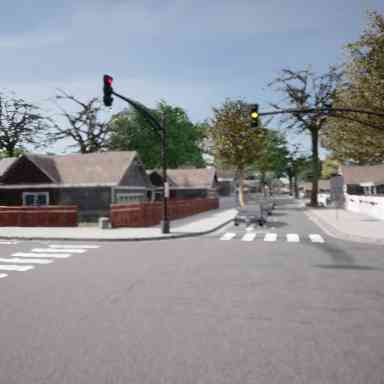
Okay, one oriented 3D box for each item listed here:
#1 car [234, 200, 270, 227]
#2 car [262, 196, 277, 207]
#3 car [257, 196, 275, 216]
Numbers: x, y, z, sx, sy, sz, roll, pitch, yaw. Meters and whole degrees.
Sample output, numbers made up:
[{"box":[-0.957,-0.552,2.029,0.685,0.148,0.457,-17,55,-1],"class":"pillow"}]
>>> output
[{"box":[4.140,1.511,23.042,1.812,1.442,4.674,-1,0,17],"class":"car"},{"box":[12.245,1.427,52.433,2.128,1.511,4.902,-1,0,15],"class":"car"},{"box":[6.881,1.471,32.734,1.837,1.490,4.892,-1,0,15],"class":"car"}]
